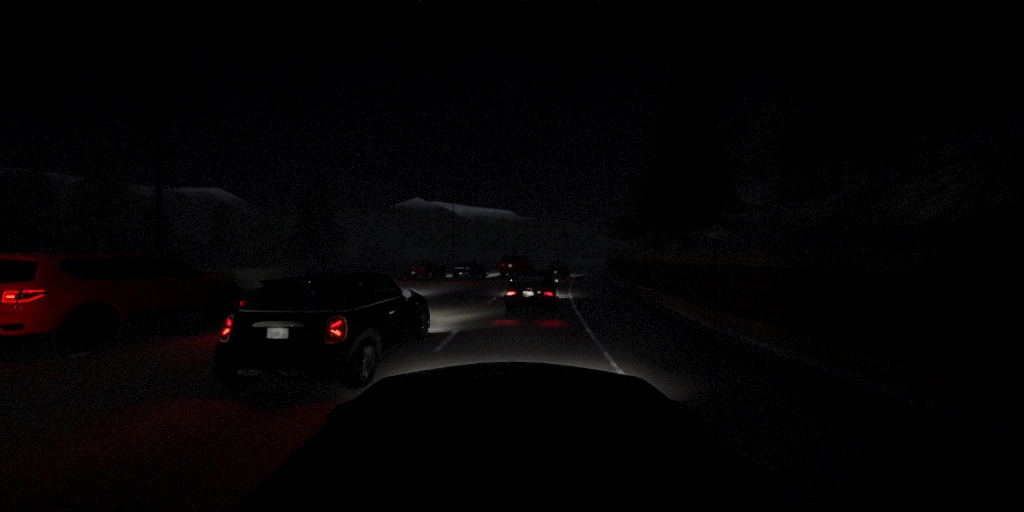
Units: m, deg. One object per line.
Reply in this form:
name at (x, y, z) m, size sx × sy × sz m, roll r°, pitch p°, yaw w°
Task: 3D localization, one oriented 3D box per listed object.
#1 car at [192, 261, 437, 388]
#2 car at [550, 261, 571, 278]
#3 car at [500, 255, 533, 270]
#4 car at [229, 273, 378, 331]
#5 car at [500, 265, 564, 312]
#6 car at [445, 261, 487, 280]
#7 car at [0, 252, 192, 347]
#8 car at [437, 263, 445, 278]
car at (-3.157, 1.082, 7.077) m, size 2.097 × 1.767 × 4.553 m, roll 0°, pitch 0°, yaw 2°
car at (4.343, 1.205, 33.352) m, size 1.812 × 1.442 × 4.674 m, roll 0°, pitch 0°, yaw 14°
car at (0.488, 0.895, 32.386) m, size 2.150 × 2.045 × 5.566 m, roll 0°, pitch 0°, yaw 14°
car at (-6.381, 1.313, 11.790) m, size 1.895 × 1.301 × 4.718 m, roll 0°, pitch 0°, yaw 4°
car at (0.835, 1.268, 14.154) m, size 2.033 × 1.411 × 5.357 m, roll 0°, pitch 0°, yaw 6°
car at (-3.525, 1.162, 30.466) m, size 2.128 × 1.511 × 4.902 m, roll 0°, pitch 0°, yaw 12°
car at (-10.064, 0.932, 9.405) m, size 2.150 × 2.045 × 5.566 m, roll 0°, pitch 0°, yaw 4°
car at (-7.151, 1.141, 30.228) m, size 1.882 × 1.535 × 5.008 m, roll 0°, pitch 0°, yaw 12°
